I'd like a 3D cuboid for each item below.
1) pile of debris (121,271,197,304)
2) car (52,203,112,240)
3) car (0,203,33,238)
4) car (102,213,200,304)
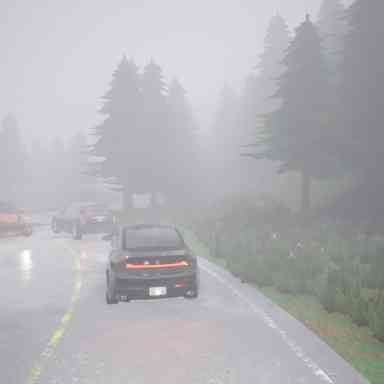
[{"bbox_3d":[-0.858,2.175,7.751,1.500,0.140,1.860,0,0,-14],"label":"pile of debris"},{"bbox_3d":[-5.718,1.352,17.458,2.097,1.767,4.553,0,0,-39],"label":"car"},{"bbox_3d":[-9.854,1.351,17.059,2.097,1.767,4.553,0,0,-42],"label":"car"},{"bbox_3d":[-1.115,1.504,8.240,1.837,1.490,4.892,0,0,-12],"label":"car"}]
